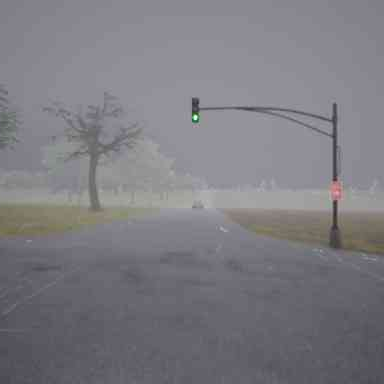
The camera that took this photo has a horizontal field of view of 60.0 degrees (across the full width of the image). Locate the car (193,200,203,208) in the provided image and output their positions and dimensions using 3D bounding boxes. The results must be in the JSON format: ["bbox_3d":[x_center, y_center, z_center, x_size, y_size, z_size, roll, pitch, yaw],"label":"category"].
[{"bbox_3d":[1.197,2.432,67.620,1.837,1.490,4.892,0,-2,1],"label":"car"}]

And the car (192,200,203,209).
[{"bbox_3d":[0.982,2.280,57.583,1.994,1.385,4.181,0,-1,1],"label":"car"}]
